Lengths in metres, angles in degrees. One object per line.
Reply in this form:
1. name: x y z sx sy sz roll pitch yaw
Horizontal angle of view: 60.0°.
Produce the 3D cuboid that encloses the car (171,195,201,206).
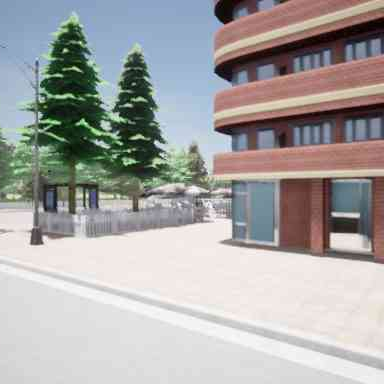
1. car: -0.535 1.591 49.637 4.181 1.385 1.994 0 0 -40
